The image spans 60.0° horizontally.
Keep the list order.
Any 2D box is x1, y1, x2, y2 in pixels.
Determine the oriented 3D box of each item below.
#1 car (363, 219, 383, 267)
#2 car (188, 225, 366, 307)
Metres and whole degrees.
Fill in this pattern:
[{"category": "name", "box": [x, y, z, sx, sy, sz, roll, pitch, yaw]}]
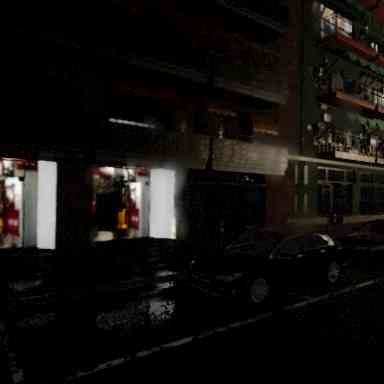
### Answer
[{"category": "car", "box": [6.568, 1.596, 11.268, 4.206, 1.307, 1.802, 0, 1, -36]}, {"category": "car", "box": [1.939, 1.558, 7.946, 4.403, 1.369, 2.008, 0, 1, -36]}]
